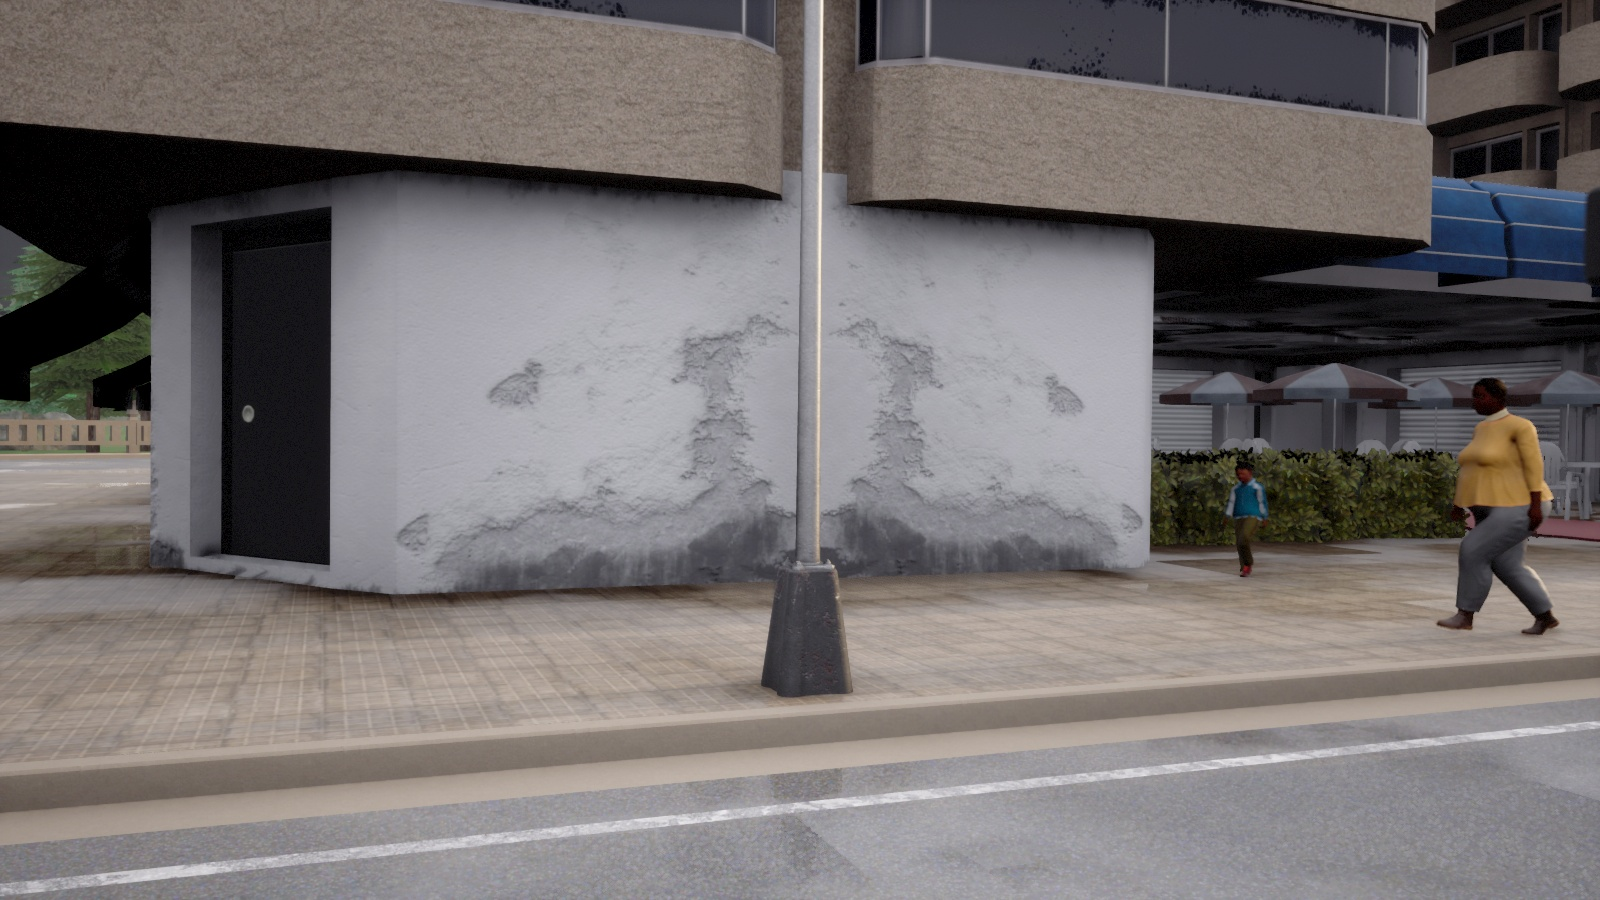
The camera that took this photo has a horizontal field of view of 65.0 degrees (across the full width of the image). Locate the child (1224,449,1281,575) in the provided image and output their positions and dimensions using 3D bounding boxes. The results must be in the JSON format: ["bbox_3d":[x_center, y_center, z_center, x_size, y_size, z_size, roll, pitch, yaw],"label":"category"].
[{"bbox_3d":[4.416,0.589,12.263,0.448,1.192,0.343,-1,1,-40],"label":"child"}]

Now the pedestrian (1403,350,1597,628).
[{"bbox_3d":[4.885,0.257,8.830,0.900,1.855,0.874,-1,1,4],"label":"pedestrian"}]

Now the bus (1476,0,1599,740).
[{"bbox_3d":[9.117,-0.786,6.687,10.273,4.253,3.944,-1,1,-21],"label":"bus"}]
